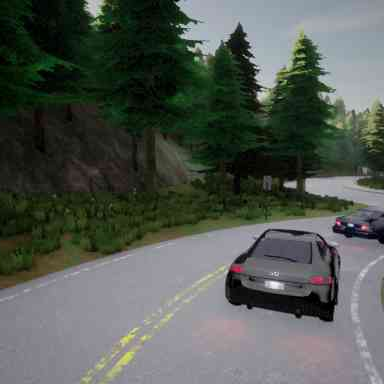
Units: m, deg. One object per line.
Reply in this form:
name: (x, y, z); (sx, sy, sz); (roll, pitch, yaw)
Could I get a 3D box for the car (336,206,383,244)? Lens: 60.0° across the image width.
car: (8.624, 1.372, 14.989); (5.357, 1.411, 2.033); (-1, 5, -33)

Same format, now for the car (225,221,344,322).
car: (2.226, 1.531, 7.475); (1.994, 1.385, 4.181); (2, 2, 24)
